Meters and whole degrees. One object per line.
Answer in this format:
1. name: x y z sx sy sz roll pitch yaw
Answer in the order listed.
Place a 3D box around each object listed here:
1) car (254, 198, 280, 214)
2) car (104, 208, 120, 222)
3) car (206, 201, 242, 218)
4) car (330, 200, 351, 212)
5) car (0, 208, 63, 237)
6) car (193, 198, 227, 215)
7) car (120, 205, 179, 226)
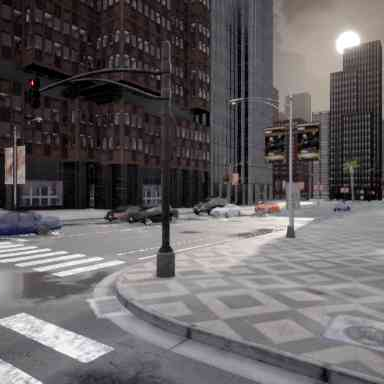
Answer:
1. car: 10.278 2.003 45.463 2.097 1.767 4.553 0 -1 36
2. car: -5.537 1.878 28.823 1.994 1.385 4.181 0 -1 35
3. car: 3.815 2.013 36.397 1.812 1.442 4.674 0 -1 35
4. car: 24.254 2.430 53.675 2.033 1.411 5.357 0 -1 34
5. car: -9.588 1.699 17.474 2.033 1.411 5.357 0 -1 35
6. car: 2.379 1.737 39.989 2.150 2.045 5.566 0 -1 35
7. car: -3.066 1.792 26.686 1.882 1.535 5.008 0 -1 35
